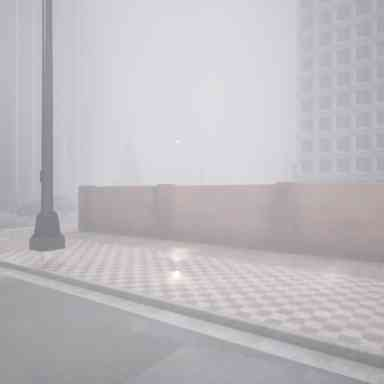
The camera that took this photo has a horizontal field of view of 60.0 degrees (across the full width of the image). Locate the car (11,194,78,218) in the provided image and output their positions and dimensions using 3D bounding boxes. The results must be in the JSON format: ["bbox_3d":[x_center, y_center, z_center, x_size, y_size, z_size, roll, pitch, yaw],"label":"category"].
[{"bbox_3d":[-13.778,1.221,31.164,2.150,2.045,5.566,0,0,35],"label":"car"}]

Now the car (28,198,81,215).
[{"bbox_3d":[-14.737,1.478,35.883,1.882,1.535,5.008,0,0,35],"label":"car"}]
